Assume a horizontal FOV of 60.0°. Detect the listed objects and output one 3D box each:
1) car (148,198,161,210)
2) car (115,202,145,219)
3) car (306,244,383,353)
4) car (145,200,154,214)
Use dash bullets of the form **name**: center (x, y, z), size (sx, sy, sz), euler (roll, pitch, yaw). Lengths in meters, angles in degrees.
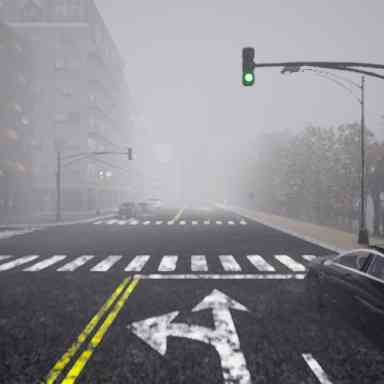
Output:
- **car**: center (-6.581, 1.985, 57.074), size (2.150, 2.045, 5.566), euler (0, -1, 0)
- **car**: center (-6.599, 1.811, 34.733), size (2.097, 1.767, 4.553), euler (0, -1, 0)
- **car**: center (3.349, 1.562, 5.212), size (2.128, 1.511, 4.902), euler (0, -1, 0)
- **car**: center (-6.596, 2.118, 44.664), size (1.812, 1.442, 4.674), euler (0, -1, 0)
